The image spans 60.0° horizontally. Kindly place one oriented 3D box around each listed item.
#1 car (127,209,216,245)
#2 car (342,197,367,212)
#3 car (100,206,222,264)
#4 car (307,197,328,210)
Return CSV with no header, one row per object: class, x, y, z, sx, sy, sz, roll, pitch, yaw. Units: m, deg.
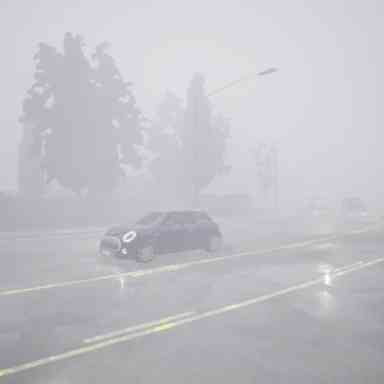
car,-0.969,1.674,16.962,4.181,1.385,1.994,1,-1,-42
car,22.406,1.666,46.144,2.150,2.045,5.566,-1,-1,13
car,-1.040,1.424,12.321,4.553,1.767,2.097,0,-1,-40
car,20.097,1.819,53.520,2.150,2.045,5.566,-1,-1,6
